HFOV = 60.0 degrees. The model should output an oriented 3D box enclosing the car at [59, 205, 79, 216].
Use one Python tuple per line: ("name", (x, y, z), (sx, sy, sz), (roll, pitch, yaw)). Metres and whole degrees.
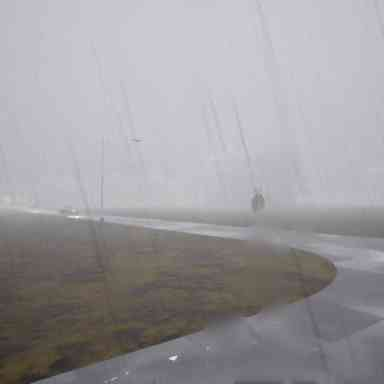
("car", (-18.537, 2.725, 50.049), (2.128, 1.511, 4.902), (1, -2, -36))
